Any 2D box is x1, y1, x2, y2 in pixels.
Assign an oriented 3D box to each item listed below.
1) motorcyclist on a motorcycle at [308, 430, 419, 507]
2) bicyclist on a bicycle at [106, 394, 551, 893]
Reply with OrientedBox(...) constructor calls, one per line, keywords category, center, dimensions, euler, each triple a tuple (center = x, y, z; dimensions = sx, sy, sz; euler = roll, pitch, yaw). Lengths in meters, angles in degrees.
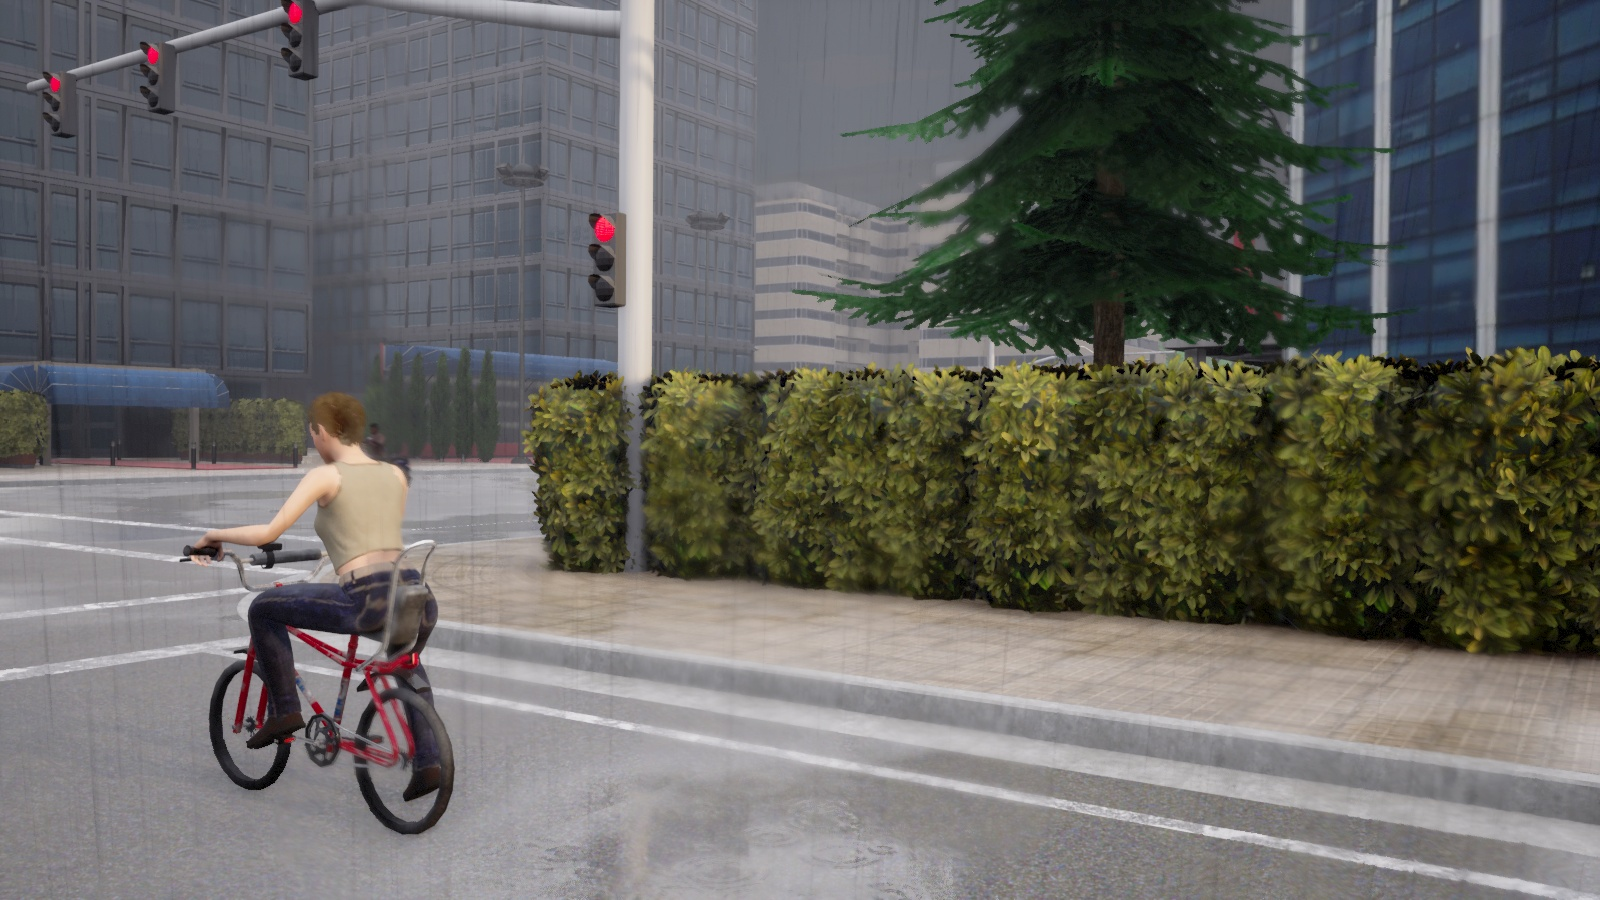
OrientedBox(category="motorcyclist on a motorcycle", center=(-9.778, 0.385, 28.221), dimensions=(0.766, 1.649, 2.350), euler=(0, 1, 33))
OrientedBox(category="bicyclist on a bicycle", center=(-1.824, 0.618, 4.828), dimensions=(1.509, 1.612, 0.866), euler=(0, 1, 34))
